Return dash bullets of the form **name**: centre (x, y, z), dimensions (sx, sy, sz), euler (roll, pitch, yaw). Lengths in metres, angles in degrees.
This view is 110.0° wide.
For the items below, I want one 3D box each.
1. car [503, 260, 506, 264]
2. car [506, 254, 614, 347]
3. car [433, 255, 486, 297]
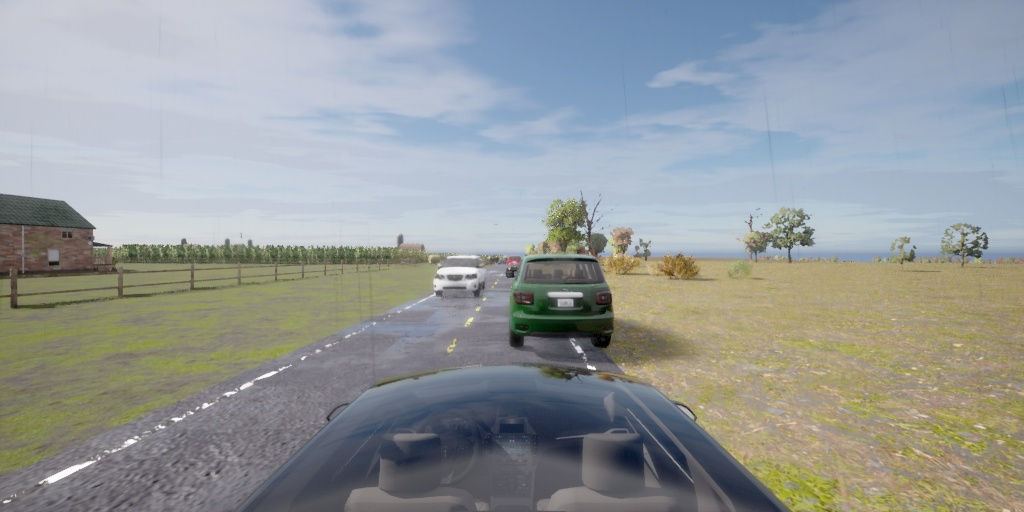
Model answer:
- **car**: centre (0.360, 1.344, 38.465), dimensions (1.895, 1.301, 4.718), euler (0, 0, 1)
- **car**: centre (1.028, 0.973, 9.427), dimensions (2.150, 2.045, 5.566), euler (0, 0, 0)
- **car**: centre (-2.613, 0.969, 19.188), dimensions (2.150, 2.045, 5.566), euler (0, 0, 0)
